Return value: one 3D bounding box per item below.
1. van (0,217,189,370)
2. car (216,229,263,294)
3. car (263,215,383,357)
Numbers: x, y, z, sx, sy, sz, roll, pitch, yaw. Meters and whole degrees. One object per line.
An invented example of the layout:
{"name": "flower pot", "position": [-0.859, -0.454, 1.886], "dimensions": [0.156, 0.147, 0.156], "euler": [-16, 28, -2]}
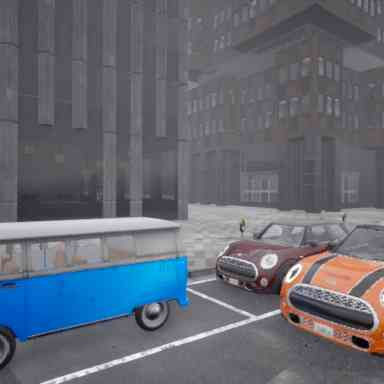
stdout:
{"name": "van", "position": [-1.962, 1.341, 5.247], "dimensions": [3.998, 1.788, 1.690], "euler": [0, 0, -35]}
{"name": "car", "position": [2.539, 1.441, 8.450], "dimensions": [4.097, 1.590, 1.967], "euler": [0, 0, -35]}
{"name": "car", "position": [3.688, 1.353, 5.998], "dimensions": [4.553, 1.767, 2.097], "euler": [0, 0, -35]}
